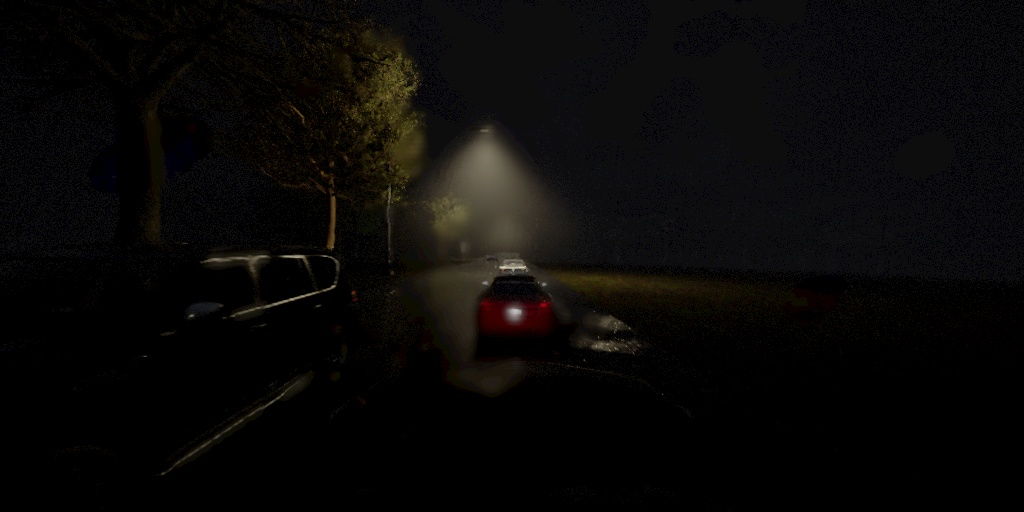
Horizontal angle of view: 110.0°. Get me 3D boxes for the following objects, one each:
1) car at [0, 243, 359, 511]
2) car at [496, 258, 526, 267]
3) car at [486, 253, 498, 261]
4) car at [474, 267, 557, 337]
[{"bbox_3d":[-3.564,0.882,3.655,2.150,2.045,5.566,1,1,0],"label":"car"},{"bbox_3d":[0.070,0.909,25.334,1.895,1.301,4.718,0,1,0],"label":"car"},{"bbox_3d":[-3.554,0.233,64.915,1.812,1.442,4.674,1,0,0],"label":"car"},{"bbox_3d":[0.085,1.194,9.963,1.994,1.385,4.181,1,1,0],"label":"car"}]
